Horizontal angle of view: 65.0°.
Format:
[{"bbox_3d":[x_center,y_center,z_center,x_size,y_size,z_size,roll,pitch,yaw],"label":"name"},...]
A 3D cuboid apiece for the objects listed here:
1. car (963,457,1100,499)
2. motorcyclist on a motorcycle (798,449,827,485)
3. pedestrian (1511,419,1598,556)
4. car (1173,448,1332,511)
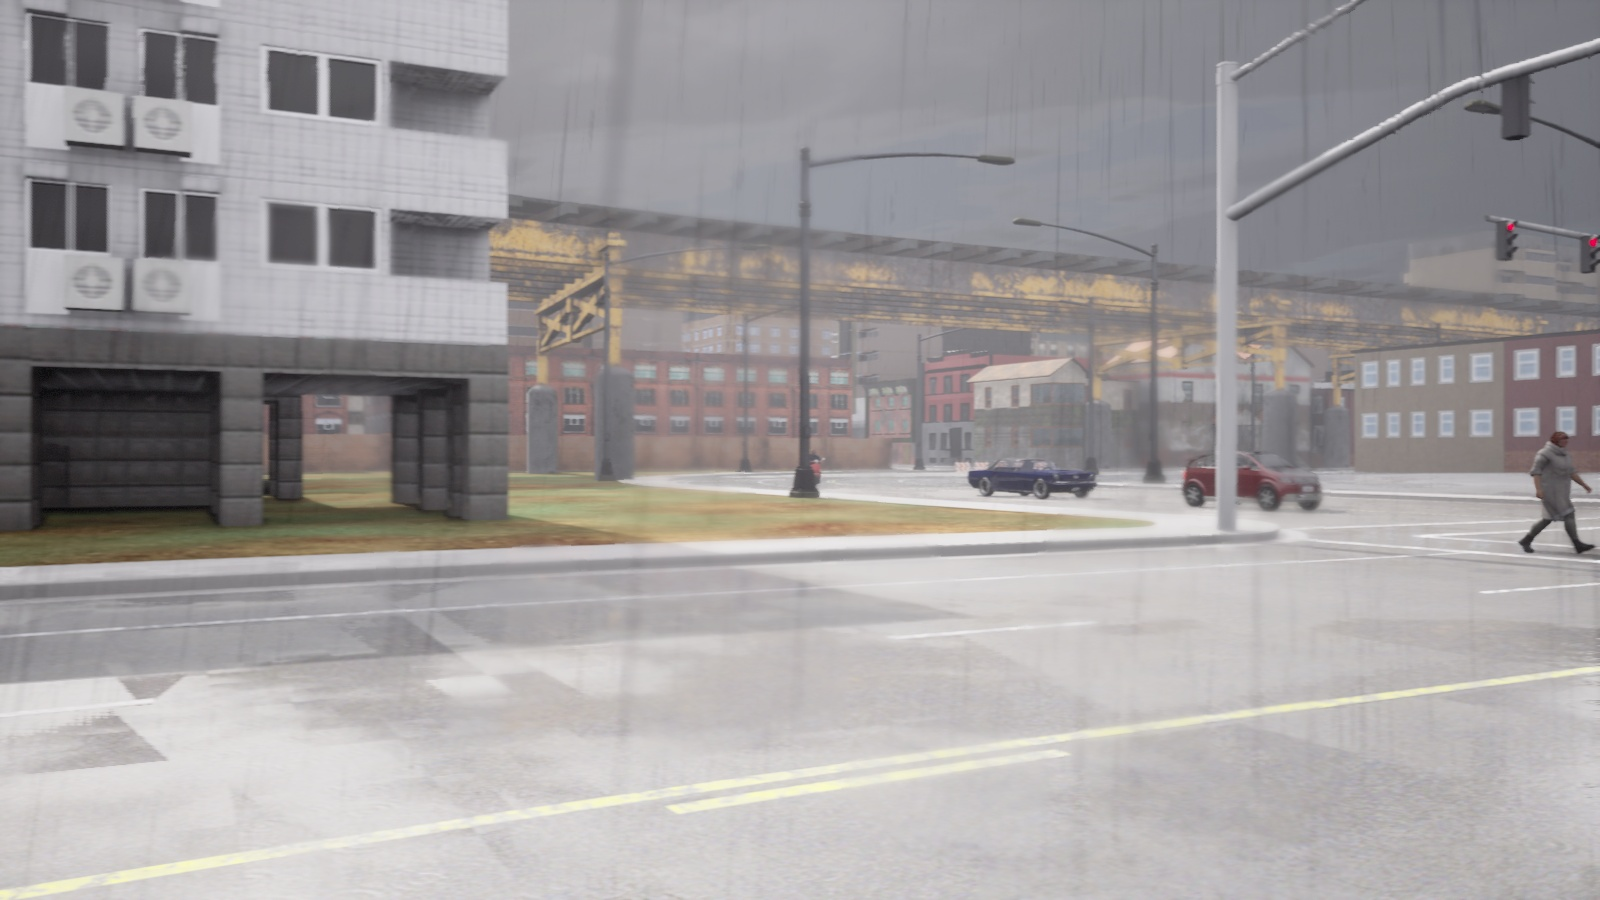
[{"bbox_3d":[7.530,0.879,41.273,1.895,1.301,4.718,0,0,-28],"label":"car"},{"bbox_3d":[0.559,0.768,56.232,0.866,1.590,1.817,1,0,-13],"label":"motorcyclist on a motorcycle"},{"bbox_3d":[11.058,0.532,18.420,0.659,1.952,0.873,0,0,-31],"label":"pedestrian"},{"bbox_3d":[11.881,0.737,33.196,1.789,1.549,3.705,0,0,-28],"label":"car"}]
